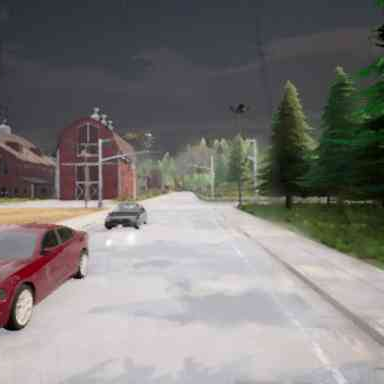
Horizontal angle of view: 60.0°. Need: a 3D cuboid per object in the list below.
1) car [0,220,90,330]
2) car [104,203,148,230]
[{"bbox_3d":[-3.652,1.439,6.995,1.882,1.535,5.008,0,1,-1],"label":"car"},{"bbox_3d":[-3.779,1.387,20.023,2.033,1.411,5.357,0,1,0],"label":"car"}]
